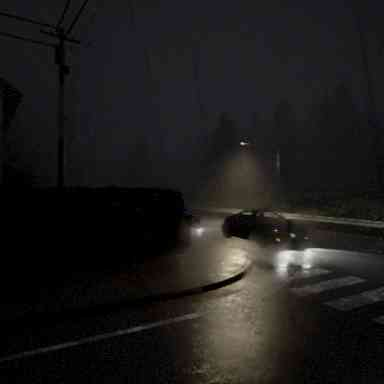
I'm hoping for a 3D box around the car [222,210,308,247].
[{"bbox_3d":[3.051,1.497,14.686,1.994,1.385,4.181,0,0,-26],"label":"car"}]

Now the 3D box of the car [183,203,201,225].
[{"bbox_3d":[-1.220,1.372,22.212,1.812,1.442,4.674,0,0,-32],"label":"car"}]
